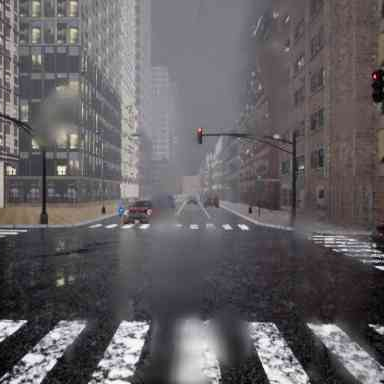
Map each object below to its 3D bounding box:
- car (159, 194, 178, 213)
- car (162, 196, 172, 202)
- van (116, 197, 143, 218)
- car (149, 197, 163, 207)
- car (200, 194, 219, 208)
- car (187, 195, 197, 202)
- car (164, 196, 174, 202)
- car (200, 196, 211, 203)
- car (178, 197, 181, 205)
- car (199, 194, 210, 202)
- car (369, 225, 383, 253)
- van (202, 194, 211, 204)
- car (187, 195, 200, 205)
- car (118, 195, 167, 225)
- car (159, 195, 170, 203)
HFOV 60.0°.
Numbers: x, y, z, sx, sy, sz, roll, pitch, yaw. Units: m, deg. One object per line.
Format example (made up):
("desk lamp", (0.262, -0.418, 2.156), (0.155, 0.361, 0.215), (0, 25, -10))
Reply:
("car", (-3.060, 1.229, 38.052), (2.150, 2.045, 5.566), (0, 0, 0))
("car", (-5.615, 1.559, 74.847), (1.752, 1.417, 4.829), (0, 0, 0))
("van", (-5.660, 1.347, 30.609), (1.690, 1.788, 3.998), (0, 0, 0))
("car", (-5.637, 1.542, 52.643), (1.752, 1.417, 4.829), (0, 0, 0))
("car", (2.737, 1.329, 47.255), (2.192, 1.841, 5.009), (0, 0, 0))
("car", (0.074, 1.419, 70.105), (2.033, 1.411, 5.357), (0, 0, 0))
("car", (-5.609, 1.589, 80.568), (2.008, 1.369, 4.403), (0, 0, 0))
("car", (2.761, 1.579, 69.458), (2.008, 1.369, 4.403), (0, 0, 0))
("car", (-2.966, 1.623, 60.636), (1.895, 1.301, 4.718), (0, 0, 1))
("car", (2.765, 1.348, 75.009), (2.192, 1.841, 5.009), (0, 0, 0))
("car", (8.951, 1.709, 11.660), (4.892, 1.490, 1.837), (1, 2, 7))
("van", (2.754, 1.366, 63.908), (1.690, 1.788, 3.998), (0, 0, 0))
("car", (0.065, 1.623, 60.129), (1.895, 1.301, 4.718), (0, 0, 0))
("car", (-3.402, 1.352, 23.819), (2.097, 1.767, 4.553), (0, 0, 4))
("car", (-5.620, 1.469, 69.466), (1.967, 1.590, 4.097), (0, 0, 0))
